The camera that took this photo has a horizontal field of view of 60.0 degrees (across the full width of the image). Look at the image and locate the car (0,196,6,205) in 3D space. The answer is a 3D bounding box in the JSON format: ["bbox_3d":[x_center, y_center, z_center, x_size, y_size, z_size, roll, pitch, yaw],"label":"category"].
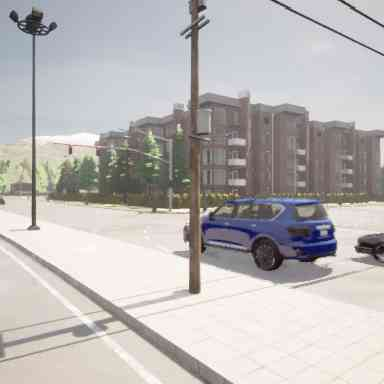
[{"bbox_3d":[-34.871,1.526,59.974,1.812,1.442,4.674,0,0,-36],"label":"car"}]

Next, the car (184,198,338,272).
[{"bbox_3d":[1.992,1.221,11.234,2.150,2.045,5.566,0,0,-37],"label":"car"}]

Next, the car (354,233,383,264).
[{"bbox_3d":[7.662,1.547,9.502,2.033,1.411,5.357,0,0,-37],"label":"car"}]
